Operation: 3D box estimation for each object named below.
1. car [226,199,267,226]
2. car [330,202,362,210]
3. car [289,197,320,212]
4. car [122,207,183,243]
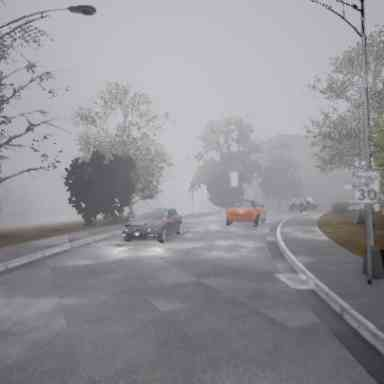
[{"bbox_3d":[3.841,1.279,22.946,2.097,1.767,4.553,-2,0,20],"label":"car"},{"bbox_3d":[23.487,2.612,50.495,5.566,2.045,2.150,5,-6,-29],"label":"car"},{"bbox_3d":[12.730,1.338,37.444,2.097,1.767,4.553,-3,-5,40],"label":"car"},{"bbox_3d":[-1.779,1.525,16.321,1.837,1.490,4.892,-1,0,13],"label":"car"}]
